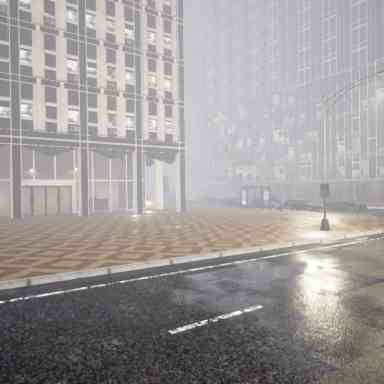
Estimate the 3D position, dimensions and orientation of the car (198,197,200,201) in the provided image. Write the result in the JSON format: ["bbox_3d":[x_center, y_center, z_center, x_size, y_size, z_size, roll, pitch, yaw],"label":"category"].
[{"bbox_3d":[2.946,1.054,64.410,1.802,1.307,4.206,0,1,-34],"label":"car"}]

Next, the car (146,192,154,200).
[{"bbox_3d":[-10.400,1.048,69.032,2.008,1.369,4.403,0,1,-34],"label":"car"}]

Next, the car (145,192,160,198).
[{"bbox_3d":[-9.933,0.696,83.144,1.967,1.590,4.097,0,1,-34],"label":"car"}]

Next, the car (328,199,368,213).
[{"bbox_3d":[16.121,1.417,35.006,1.994,1.385,4.181,-1,1,-35],"label":"car"}]

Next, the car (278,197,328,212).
[{"bbox_3d":[12.029,1.432,36.173,1.947,1.339,4.313,0,1,-34],"label":"car"}]

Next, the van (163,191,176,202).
[{"bbox_3d":[-3.961,0.945,59.662,1.690,1.788,3.998,0,1,-34],"label":"van"}]

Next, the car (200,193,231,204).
[{"bbox_3d":[3.819,1.256,52.927,1.895,1.301,4.718,-1,1,-34],"label":"car"}]

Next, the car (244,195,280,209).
[{"bbox_3d":[8.824,1.396,40.868,1.802,1.307,4.206,0,1,-34],"label":"car"}]

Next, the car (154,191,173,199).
[{"bbox_3d":[-6.713,0.625,78.459,2.192,1.841,5.009,0,1,-34],"label":"car"}]

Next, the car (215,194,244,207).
[{"bbox_3d":[5.653,1.327,45.585,1.947,1.339,4.313,0,1,-34],"label":"car"}]

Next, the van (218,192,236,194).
[{"bbox_3d":[6.164,0.865,59.723,1.690,1.788,3.998,0,1,-34],"label":"van"}]
